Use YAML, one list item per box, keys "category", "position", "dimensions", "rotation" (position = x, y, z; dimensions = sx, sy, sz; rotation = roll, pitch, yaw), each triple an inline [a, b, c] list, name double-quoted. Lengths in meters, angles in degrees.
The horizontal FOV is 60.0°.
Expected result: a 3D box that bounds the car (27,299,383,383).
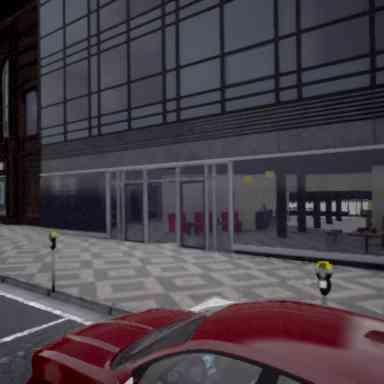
- category: "car"
  position: [0.542, 1.550, 2.471]
  dimensions: [4.507, 1.381, 1.887]
  rotation: [0, -1, 35]
